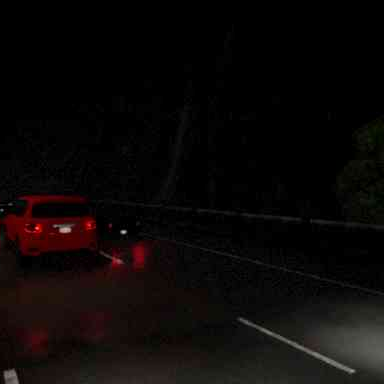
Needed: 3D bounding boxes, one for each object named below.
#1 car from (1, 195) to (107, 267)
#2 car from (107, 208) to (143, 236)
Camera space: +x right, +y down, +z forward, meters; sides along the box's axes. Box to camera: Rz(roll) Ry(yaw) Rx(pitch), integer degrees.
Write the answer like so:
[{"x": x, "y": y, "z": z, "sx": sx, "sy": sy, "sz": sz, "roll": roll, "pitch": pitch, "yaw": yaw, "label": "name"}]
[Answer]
[{"x": -5.049, "y": 1.130, "z": 11.527, "sx": 2.150, "sy": 2.045, "sz": 5.566, "roll": 0, "pitch": 1, "yaw": -34, "label": "car"}, {"x": -4.276, "y": 1.462, "z": 16.636, "sx": 1.895, "sy": 1.301, "sz": 4.718, "roll": 0, "pitch": 1, "yaw": -34, "label": "car"}]
